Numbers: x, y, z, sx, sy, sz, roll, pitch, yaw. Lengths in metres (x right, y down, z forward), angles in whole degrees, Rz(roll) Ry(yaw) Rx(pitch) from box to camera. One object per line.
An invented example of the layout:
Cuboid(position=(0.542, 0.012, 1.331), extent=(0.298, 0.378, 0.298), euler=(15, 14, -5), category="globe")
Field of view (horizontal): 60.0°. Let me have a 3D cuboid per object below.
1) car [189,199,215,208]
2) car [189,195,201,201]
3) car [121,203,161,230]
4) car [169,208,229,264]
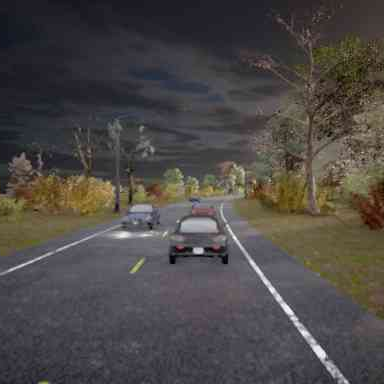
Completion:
Cuboid(position=(0.851, 1.515, 26.149), extent=(1.895, 1.301, 4.718), euler=(0, 0, 4), category="car")
Cuboid(position=(0.604, 1.312, 62.601), extent=(2.033, 1.411, 5.357), euler=(0, 0, 7), category="car")
Cuboid(position=(-3.050, 1.456, 20.850), extent=(1.812, 1.442, 4.674), euler=(0, 0, 3), category="car")
Cuboid(position=(0.257, 1.490, 11.618), extent=(1.812, 1.442, 4.674), euler=(0, 0, 2), category="car")
